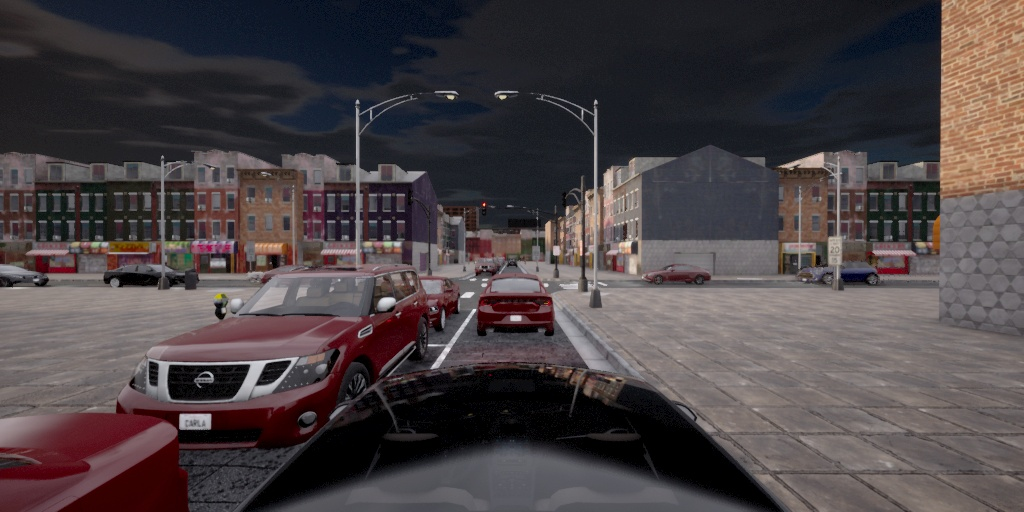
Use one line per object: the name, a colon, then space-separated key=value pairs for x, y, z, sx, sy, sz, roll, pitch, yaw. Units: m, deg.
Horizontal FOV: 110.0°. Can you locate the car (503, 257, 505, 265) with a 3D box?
car: x=-2.682 y=1.337 z=64.484 sx=2.007 sy=1.370 sz=4.403 roll=0 pitch=0 yaw=0

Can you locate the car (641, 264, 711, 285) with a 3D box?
car: x=11.735 y=1.284 z=25.721 sx=4.674 sy=1.442 sz=1.812 roll=0 pitch=0 yaw=2

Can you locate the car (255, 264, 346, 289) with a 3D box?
car: x=-13.354 y=1.278 z=22.837 sx=4.674 sy=1.442 sz=1.812 roll=0 pitch=0 yaw=-1

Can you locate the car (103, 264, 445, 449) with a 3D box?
car: x=-2.642 y=1.064 z=5.508 sx=2.192 sy=1.841 sz=5.009 roll=0 pitch=0 yaw=0

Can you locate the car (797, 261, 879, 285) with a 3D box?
car: x=23.232 y=1.128 z=25.708 sx=4.553 sy=1.767 sz=2.097 roll=0 pitch=0 yaw=0

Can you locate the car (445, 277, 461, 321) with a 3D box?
car: x=-2.645 y=1.294 z=10.941 sx=1.888 sy=1.381 sz=4.507 roll=0 pitch=0 yaw=0

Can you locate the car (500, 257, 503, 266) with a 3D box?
car: x=-2.670 y=1.081 z=48.204 sx=2.192 sy=1.841 sz=5.009 roll=0 pitch=0 yaw=0

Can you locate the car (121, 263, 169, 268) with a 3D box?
car: x=-22.812 y=1.222 z=22.811 sx=5.008 sy=1.535 sz=1.882 roll=0 pitch=0 yaw=0

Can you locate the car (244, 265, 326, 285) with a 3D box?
car: x=-16.201 y=1.330 z=25.753 sx=4.718 sy=1.301 sz=1.895 roll=0 pitch=0 yaw=0

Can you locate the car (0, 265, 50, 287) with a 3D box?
car: x=-32.609 y=1.266 z=22.820 sx=4.674 sy=1.442 sz=1.812 roll=0 pitch=0 yaw=0

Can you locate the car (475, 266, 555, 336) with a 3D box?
car: x=0.090 y=1.227 z=10.405 sx=1.882 sy=1.535 sz=5.008 roll=0 pitch=0 yaw=0

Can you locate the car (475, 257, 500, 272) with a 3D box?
car: x=-2.663 y=1.073 z=37.351 sx=2.192 sy=1.841 sz=5.009 roll=0 pitch=0 yaw=0
